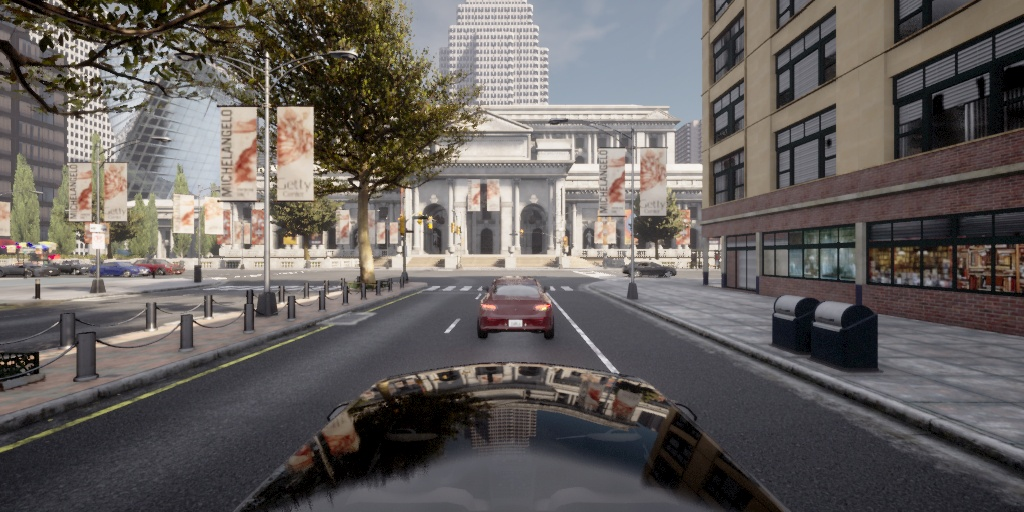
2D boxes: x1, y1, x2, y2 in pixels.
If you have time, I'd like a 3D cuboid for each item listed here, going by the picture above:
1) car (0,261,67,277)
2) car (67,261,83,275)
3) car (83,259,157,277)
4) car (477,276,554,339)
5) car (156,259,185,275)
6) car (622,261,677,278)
[{"bbox_3d":[-46.089,1.314,34.235,4.181,1.385,1.994,0,0,-1],"label":"car"},{"bbox_3d":[-46.249,1.241,37.743,4.902,1.511,2.128,0,0,0],"label":"car"},{"bbox_3d":[-37.329,1.276,34.206,4.674,1.442,1.812,0,0,0],"label":"car"},{"bbox_3d":[0.115,1.276,9.996,1.812,1.442,4.674,0,0,1],"label":"car"},{"bbox_3d":[-37.295,1.102,37.701,4.553,1.767,2.097,0,0,0],"label":"car"},{"bbox_3d":[12.871,1.255,33.650,4.892,1.490,1.837,0,0,1],"label":"car"}]
